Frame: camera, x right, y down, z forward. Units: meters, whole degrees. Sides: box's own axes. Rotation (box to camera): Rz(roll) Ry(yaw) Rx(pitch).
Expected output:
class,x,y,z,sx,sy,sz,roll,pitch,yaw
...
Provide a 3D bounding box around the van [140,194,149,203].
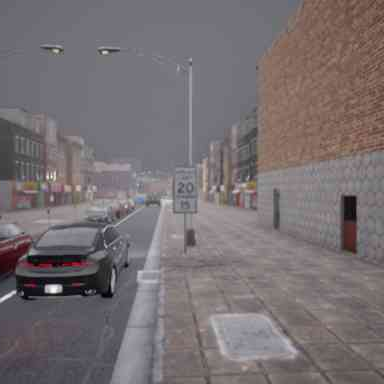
class,x,y,z,sx,sy,sz,roll,pitch,yaw
van,-10.417,1.401,72.782,1.690,1.788,3.998,0,0,-4

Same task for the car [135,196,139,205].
class,x,y,z,sx,sy,sz,roll,pitch,yaw
car,-7.845,1.548,40.110,1.752,1.417,4.829,0,0,-4

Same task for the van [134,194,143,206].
class,x,y,z,sx,sy,sz,roll,pitch,yaw
van,-9.139,1.380,56.531,1.690,1.788,3.998,0,0,-4

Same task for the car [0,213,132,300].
class,x,y,z,sx,sy,sz,roll,pitch,yaw
car,-2.704,1.511,8.452,1.837,1.490,4.892,0,0,-4

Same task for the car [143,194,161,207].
class,x,y,z,sx,sy,sz,roll,pitch,yaw
car,-6.033,1.257,52.009,2.150,2.045,5.566,0,0,-4

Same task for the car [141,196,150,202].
class,x,y,z,sx,sy,sz,roll,pitch,yaw
car,-10.843,1.613,78.199,1.887,1.381,4.507,0,0,-4

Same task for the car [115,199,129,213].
class,x,y,z,sx,sy,sz,roll,pitch,yaw
car,-7.006,1.560,29.445,1.887,1.381,4.507,0,0,-4

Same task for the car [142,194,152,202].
class,x,y,z,sx,sy,sz,roll,pitch,yaw
car,-11.271,1.392,83.617,2.192,1.841,5.009,0,0,-4

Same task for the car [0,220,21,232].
class,x,y,z,sx,sy,sz,roll,pitch,yaw
car,-5.301,1.446,7.777,1.967,1.590,4.097,0,0,-4

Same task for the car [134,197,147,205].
class,x,y,z,sx,sy,sz,roll,pitch,yaw
car,-9.564,1.611,61.948,1.947,1.339,4.313,0,0,-4

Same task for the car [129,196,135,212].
class,x,y,z,sx,sy,sz,roll,pitch,yaw
car,-7.433,1.459,34.862,1.967,1.590,4.097,0,0,-4

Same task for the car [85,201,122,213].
class,x,y,z,sx,sy,sz,roll,pitch,yaw
car,-6.579,1.563,24.028,2.008,1.369,4.403,0,0,-4
